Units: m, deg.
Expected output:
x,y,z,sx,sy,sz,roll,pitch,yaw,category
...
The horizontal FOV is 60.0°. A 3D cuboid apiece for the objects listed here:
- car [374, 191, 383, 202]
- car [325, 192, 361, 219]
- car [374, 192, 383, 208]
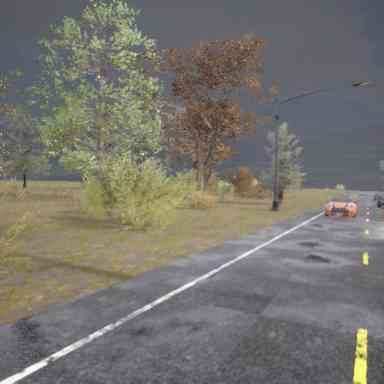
x,y,z,sx,sy,sz,roll,pitch,yaw,category
33.011,0.787,58.161,2.097,1.767,4.553,1,1,29,car
11.817,1.052,26.197,2.097,1.767,4.553,1,1,28,car
23.298,1.111,39.860,2.128,1.511,4.902,1,1,28,car
